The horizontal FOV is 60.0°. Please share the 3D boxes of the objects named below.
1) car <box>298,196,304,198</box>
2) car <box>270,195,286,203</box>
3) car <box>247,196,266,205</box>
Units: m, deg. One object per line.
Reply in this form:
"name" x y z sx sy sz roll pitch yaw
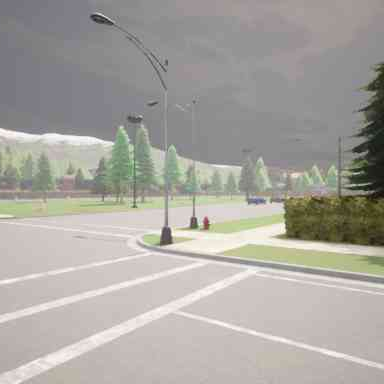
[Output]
"car" 18.756 1.473 57.136 1.882 1.535 5.008 0 0 36
"car" 17.536 1.347 67.396 2.097 1.767 4.553 0 0 36
"car" 11.588 1.472 59.169 1.882 1.535 5.008 0 0 36
